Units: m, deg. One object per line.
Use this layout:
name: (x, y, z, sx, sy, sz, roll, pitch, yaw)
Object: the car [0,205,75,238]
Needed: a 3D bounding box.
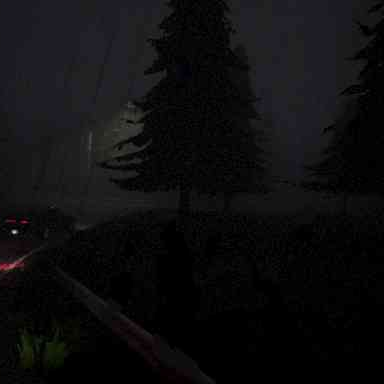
car: (-7.402, 1.409, 16.491, 1.837, 1.490, 4.892, 4, 1, 2)
